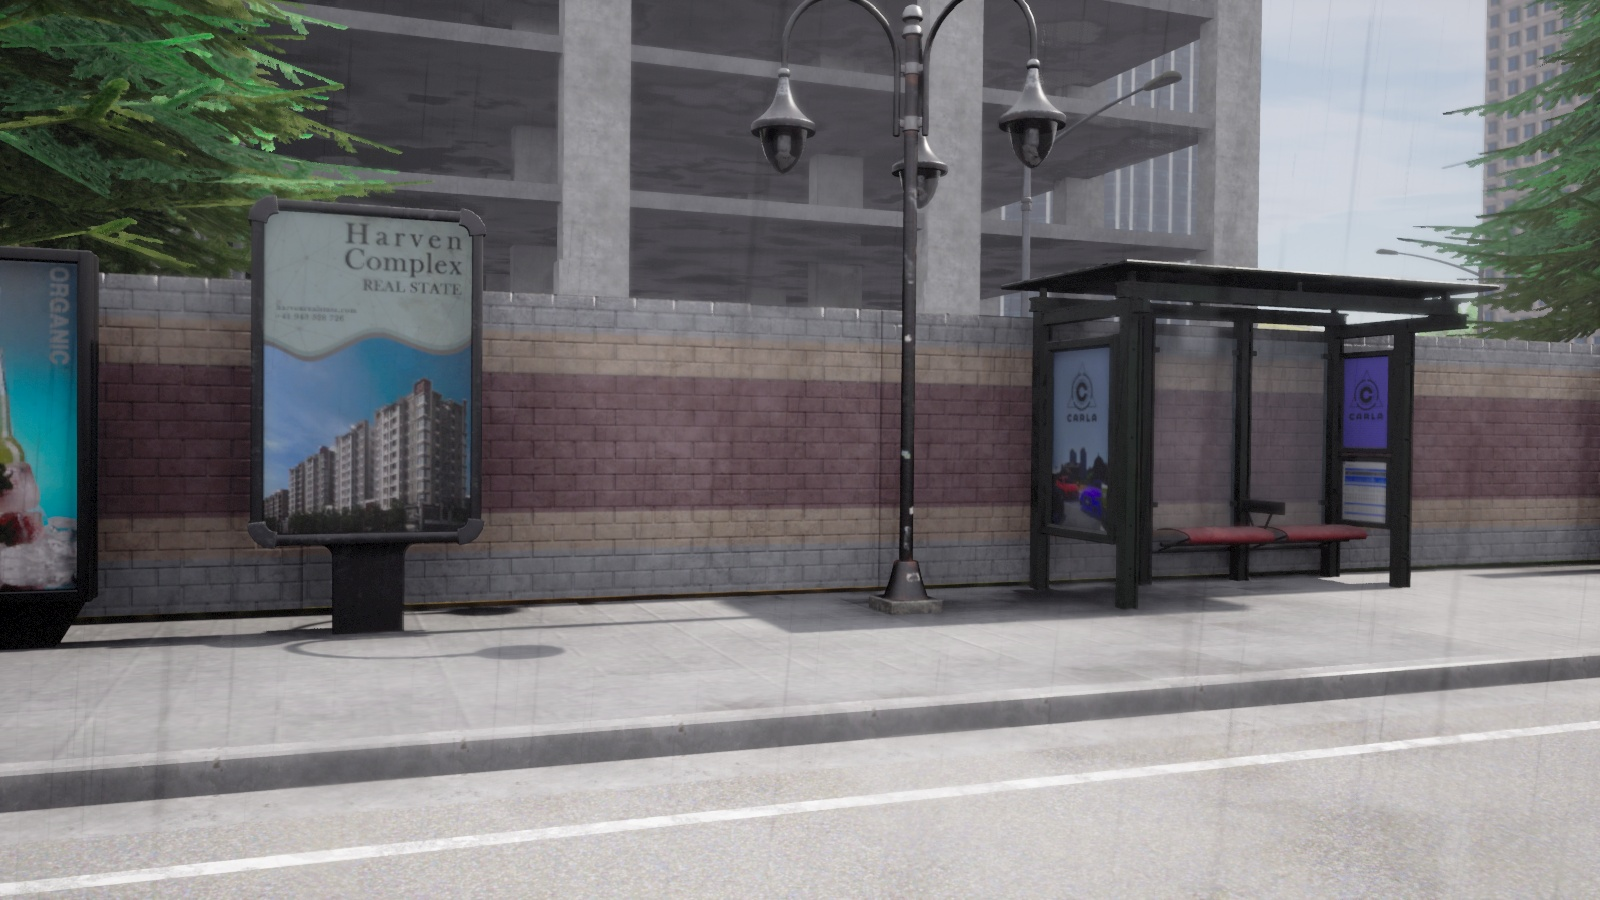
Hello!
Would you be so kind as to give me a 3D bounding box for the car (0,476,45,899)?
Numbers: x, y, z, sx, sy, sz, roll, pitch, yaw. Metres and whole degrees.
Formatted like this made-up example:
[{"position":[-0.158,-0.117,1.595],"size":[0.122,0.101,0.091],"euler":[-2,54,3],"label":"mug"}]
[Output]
[{"position":[-3.928,0.838,1.747],"size":[4.674,1.442,1.812],"euler":[-1,1,-21],"label":"car"}]
